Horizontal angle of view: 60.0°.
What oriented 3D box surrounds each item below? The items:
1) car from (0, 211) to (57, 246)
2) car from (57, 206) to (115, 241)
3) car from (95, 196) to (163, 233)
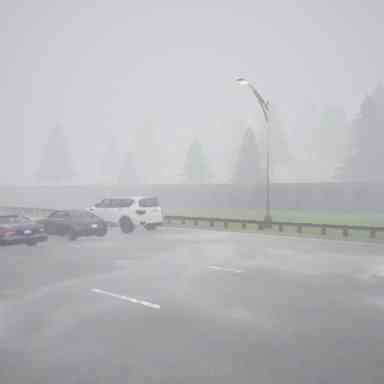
[{"bbox_3d":[-8.284,1.560,14.078,5.357,1.411,2.033,0,0,36],"label":"car"},{"bbox_3d":[-6.252,1.570,16.927,4.181,1.385,1.994,0,0,36],"label":"car"},{"bbox_3d":[-4.244,1.255,19.794,5.566,2.045,2.150,0,0,36],"label":"car"}]
